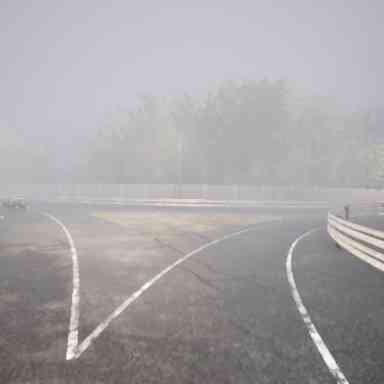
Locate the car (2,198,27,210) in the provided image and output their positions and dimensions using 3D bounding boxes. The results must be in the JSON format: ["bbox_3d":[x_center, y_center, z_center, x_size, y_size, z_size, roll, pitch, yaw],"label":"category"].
[{"bbox_3d":[-19.993,1.279,37.345,1.895,1.301,4.718,1,0,-36],"label":"car"}]
